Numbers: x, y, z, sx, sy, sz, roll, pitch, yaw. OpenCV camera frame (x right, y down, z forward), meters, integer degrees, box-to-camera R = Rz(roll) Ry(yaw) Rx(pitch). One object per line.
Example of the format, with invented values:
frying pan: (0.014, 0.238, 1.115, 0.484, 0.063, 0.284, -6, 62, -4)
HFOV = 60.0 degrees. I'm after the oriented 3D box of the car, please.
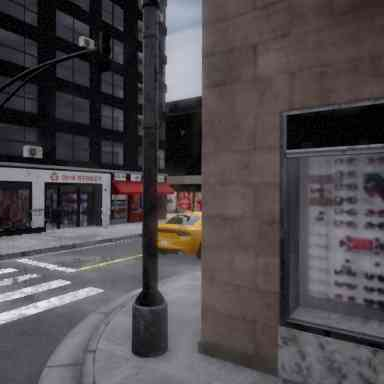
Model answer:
car: (0.465, 1.501, 12.864, 1.882, 1.535, 5.008, 0, 0, 33)
